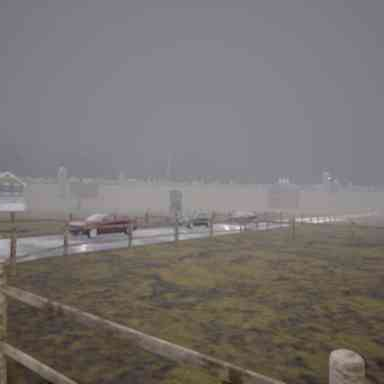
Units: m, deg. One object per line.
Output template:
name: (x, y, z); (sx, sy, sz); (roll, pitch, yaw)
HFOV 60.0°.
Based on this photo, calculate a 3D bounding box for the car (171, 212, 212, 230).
car: (0.085, 2.543, 30.425); (2.128, 1.511, 4.902); (1, -2, 35)

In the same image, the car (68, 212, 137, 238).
car: (-5.782, 2.085, 21.877); (1.882, 1.535, 5.008); (1, -2, 34)

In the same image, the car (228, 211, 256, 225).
car: (6.005, 2.980, 39.003); (1.882, 1.535, 5.008); (1, -2, 35)
